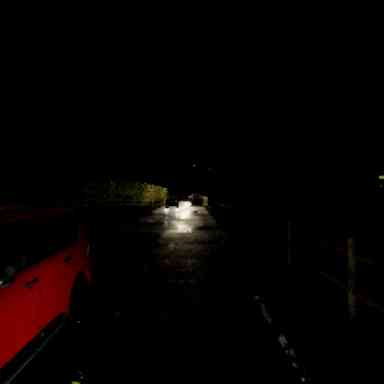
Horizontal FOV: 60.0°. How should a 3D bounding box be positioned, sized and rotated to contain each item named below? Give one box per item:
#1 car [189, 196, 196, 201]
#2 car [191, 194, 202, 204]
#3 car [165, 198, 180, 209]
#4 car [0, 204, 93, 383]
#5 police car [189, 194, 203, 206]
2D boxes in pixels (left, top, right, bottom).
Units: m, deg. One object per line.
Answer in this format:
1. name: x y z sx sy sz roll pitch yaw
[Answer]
1. car: 0.007 1.733 92.435 1.895 1.301 4.718 0 0 0
2. car: 0.830 1.399 66.991 2.150 2.045 5.566 0 0 0
3. car: -2.824 1.603 48.047 1.837 1.490 4.892 0 -1 0
4. car: -2.850 1.225 3.862 2.150 2.045 5.566 0 0 0
5. police car: 0.829 1.559 57.070 1.930 1.638 5.238 0 0 0
